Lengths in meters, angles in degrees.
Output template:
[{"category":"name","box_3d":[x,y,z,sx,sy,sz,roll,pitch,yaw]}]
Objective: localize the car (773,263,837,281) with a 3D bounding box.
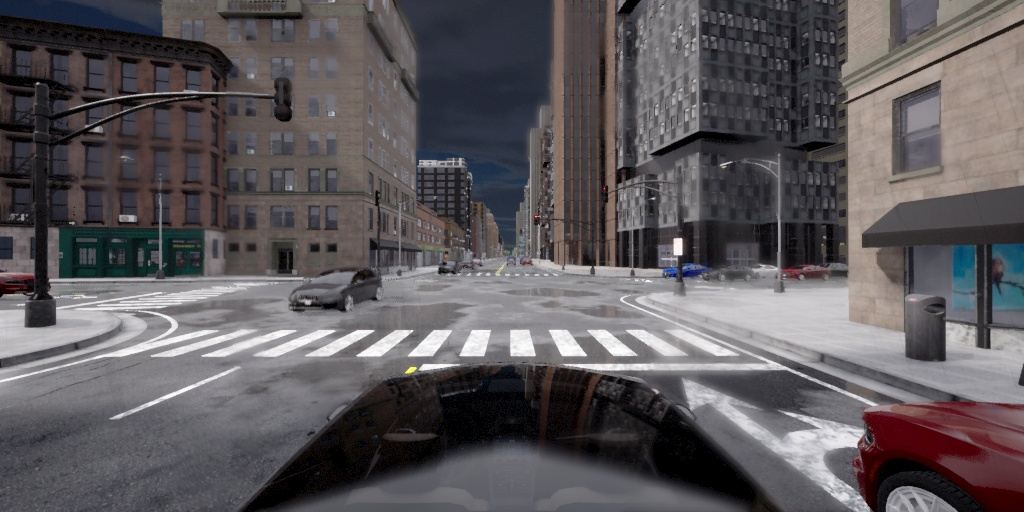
[{"category":"car","box_3d":[28.317,1.593,34.659,5.008,1.535,1.882,1,0,-15]}]

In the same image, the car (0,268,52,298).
[{"category":"car","box_3d":[-22.335,0.962,14.471,5.008,1.535,1.882,1,0,-17]}]

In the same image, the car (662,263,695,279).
[{"category":"car","box_3d":[17.014,1.486,34.826,5.008,1.535,1.882,1,0,-16]}]

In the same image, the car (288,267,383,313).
[{"category":"car","box_3d":[-6.604,1.235,14.030,1.837,1.490,4.892,1,1,0]}]

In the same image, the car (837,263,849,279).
[{"category":"car","box_3d":[35.003,1.570,39.685,4.553,1.767,2.097,1,0,-13]}]

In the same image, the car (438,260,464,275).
[{"category":"car","box_3d":[-6.684,1.262,38.444,1.837,1.490,4.892,0,0,0]}]

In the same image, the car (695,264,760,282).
[{"category":"car","box_3d":[19.267,1.514,32.084,4.892,1.490,1.837,1,0,-17]}]

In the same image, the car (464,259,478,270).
[{"category":"car","box_3d":[-6.701,1.324,53.298,1.994,1.385,4.181,0,0,0]}]

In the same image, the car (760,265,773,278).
[{"category":"car","box_3d":[25.995,1.639,37.400,4.674,1.442,1.812,1,0,-15]}]

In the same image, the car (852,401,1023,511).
[{"category":"car","box_3d":[3.353,1.228,0.450,1.882,1.535,5.008,0,0,0]}]
